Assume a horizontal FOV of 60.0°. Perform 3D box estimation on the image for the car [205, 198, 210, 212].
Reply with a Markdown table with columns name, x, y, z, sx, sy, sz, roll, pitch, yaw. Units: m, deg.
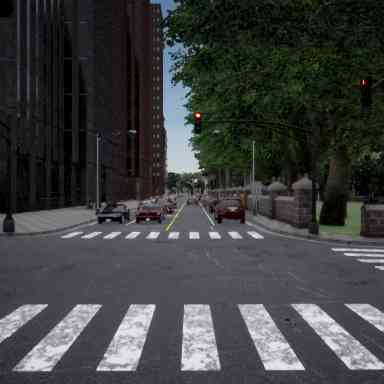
| name | x | y | z | sx | sy | sz | roll | pitch | yaw |
| --- | --- | --- | --- | --- | --- | --- | --- | --- | --- |
| car | 2.777 | 1.588 | 35.955 | 1.947 | 1.339 | 4.313 | 0 | 0 | 0 |

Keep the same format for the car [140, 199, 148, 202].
| name | x | y | z | sx | sy | sz | roll | pitch | yaw |
| --- | --- | --- | --- | --- | --- | --- | --- | --- | --- |
| car | -5.747 | 1.579 | 41.408 | 2.008 | 1.369 | 4.403 | 0 | 0 | 0 |

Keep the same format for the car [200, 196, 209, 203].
| name | x | y | z | sx | sy | sz | roll | pitch | yaw |
| --- | --- | --- | --- | --- | --- | --- | --- | --- | --- |
| car | 2.791 | 1.592 | 74.321 | 1.752 | 1.417 | 4.829 | 0 | 0 | 0 |

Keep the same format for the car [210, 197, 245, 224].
| name | x | y | z | sx | sy | sz | roll | pitch | yaw |
| --- | --- | --- | --- | --- | --- | --- | --- | --- | --- |
| car | 2.772 | 1.326 | 25.043 | 2.192 | 1.841 | 5.009 | 0 | 0 | 0 |

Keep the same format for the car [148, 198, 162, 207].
| name | x | y | z | sx | sy | sz | roll | pitch | yaw |
| --- | --- | --- | --- | --- | --- | --- | --- | --- | --- |
| car | -5.742 | 1.623 | 52.322 | 1.802 | 1.307 | 4.206 | 0 | 0 | 0 |

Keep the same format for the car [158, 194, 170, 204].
| name | x | y | z | sx | sy | sz | roll | pitch | yaw |
| --- | --- | --- | --- | --- | --- | --- | --- | --- | --- |
| car | -5.736 | 1.374 | 68.694 | 2.192 | 1.841 | 5.009 | 0 | 0 | 0 |

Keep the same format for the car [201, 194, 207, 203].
| name | x | y | z | sx | sy | sz | roll | pitch | yaw |
| --- | --- | --- | --- | --- | --- | --- | --- | --- | --- |
| car | 2.783 | 1.481 | 52.325 | 1.967 | 1.590 | 4.097 | 0 | 0 | 0 |

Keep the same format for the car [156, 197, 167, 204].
| name | x | y | z | sx | sy | sz | roll | pitch | yaw |
| --- | --- | --- | --- | --- | --- | --- | --- | --- | --- |
| car | -5.738 | 1.635 | 63.236 | 1.802 | 1.307 | 4.206 | 0 | 0 | 0 |

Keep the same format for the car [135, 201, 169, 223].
| name | x | y | z | sx | sy | sz | roll | pitch | yaw |
| --- | --- | --- | --- | --- | --- | --- | --- | --- | --- |
| car | -3.090 | 1.612 | 25.483 | 1.895 | 1.301 | 4.718 | 0 | 0 | 0 |

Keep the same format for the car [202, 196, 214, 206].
| name | x | y | z | sx | sy | sz | roll | pitch | yaw |
| --- | --- | --- | --- | --- | --- | --- | --- | --- | --- |
| car | 2.785 | 1.487 | 57.782 | 1.967 | 1.590 | 4.097 | 0 | 0 | 0 |

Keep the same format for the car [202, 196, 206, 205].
| name | x | y | z | sx | sy | sz | roll | pitch | yaw |
| --- | --- | --- | --- | --- | --- | --- | --- | --- | --- |
| car | 2.781 | 1.585 | 46.869 | 2.008 | 1.369 | 4.403 | 0 | 0 | 0 |

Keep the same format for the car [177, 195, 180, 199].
| name | x | y | z | sx | sy | sz | roll | pitch | yaw |
| --- | --- | --- | --- | --- | --- | --- | --- | --- | --- |
| car | -3.072 | 1.538 | 45.709 | 1.837 | 1.490 | 4.892 | 0 | 0 | 0 |

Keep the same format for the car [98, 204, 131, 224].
| name | x | y | z | sx | sy | sz | roll | pitch | yaw |
| --- | --- | --- | --- | --- | --- | --- | --- | --- | --- |
| car | -5.753 | 1.576 | 25.037 | 1.947 | 1.339 | 4.313 | 0 | 0 | 0 |

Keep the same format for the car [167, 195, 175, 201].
| name | x | y | z | sx | sy | sz | roll | pitch | yaw |
| --- | --- | --- | --- | --- | --- | --- | --- | --- | --- |
| car | -5.728 | 1.533 | 90.522 | 1.967 | 1.590 | 4.097 | 0 | 0 | 0 |

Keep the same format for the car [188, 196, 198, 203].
| name | x | y | z | sx | sy | sz | roll | pitch | yaw |
| --- | --- | --- | --- | --- | --- | --- | --- | --- | --- |
| car | 0.129 | 1.624 | 69.776 | 1.994 | 1.385 | 4.181 | 0 | 0 | 0 |

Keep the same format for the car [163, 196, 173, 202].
| name | x | y | z | sx | sy | sz | roll | pitch | yaw |
| --- | --- | --- | --- | --- | --- | --- | --- | --- | --- |
| car | -5.732 | 1.620 | 79.607 | 1.887 | 1.381 | 4.507 | 0 | 0 | 0 |

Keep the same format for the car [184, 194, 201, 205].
| name | x | y | z | sx | sy | sz | roll | pitch | yaw |
| --- | --- | --- | --- | --- | --- | --- | --- | --- | --- |
| car | 0.121 | 1.539 | 57.822 | 2.128 | 1.511 | 4.902 | 0 | 0 | 0 |

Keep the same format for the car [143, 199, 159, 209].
| name | x | y | z | sx | sy | sz | roll | pitch | yaw |
| --- | --- | --- | --- | --- | --- | --- | --- | --- | --- |
| car | -5.744 | 1.616 | 46.865 | 1.802 | 1.307 | 4.206 | 0 | 0 | 0 |

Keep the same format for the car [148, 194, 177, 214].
| name | x | y | z | sx | sy | sz | roll | pitch | yaw |
| --- | --- | --- | --- | --- | --- | --- | --- | --- | --- |
| car | -3.085 | 1.374 | 35.475 | 2.097 | 1.767 | 4.553 | 0 | 0 | 1 |

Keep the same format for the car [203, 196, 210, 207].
| name | x | y | z | sx | sy | sz | roll | pitch | yaw |
| --- | --- | --- | --- | --- | --- | --- | --- | --- | --- |
| car | 2.779 | 1.579 | 41.412 | 2.008 | 1.369 | 4.403 | 0 | 0 | 0 |

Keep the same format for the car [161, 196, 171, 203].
| name | x | y | z | sx | sy | sz | roll | pitch | yaw |
| --- | --- | --- | --- | --- | --- | --- | --- | --- | --- |
| car | -5.734 | 1.611 | 74.150 | 1.887 | 1.381 | 4.507 | 0 | 0 | 0 |
